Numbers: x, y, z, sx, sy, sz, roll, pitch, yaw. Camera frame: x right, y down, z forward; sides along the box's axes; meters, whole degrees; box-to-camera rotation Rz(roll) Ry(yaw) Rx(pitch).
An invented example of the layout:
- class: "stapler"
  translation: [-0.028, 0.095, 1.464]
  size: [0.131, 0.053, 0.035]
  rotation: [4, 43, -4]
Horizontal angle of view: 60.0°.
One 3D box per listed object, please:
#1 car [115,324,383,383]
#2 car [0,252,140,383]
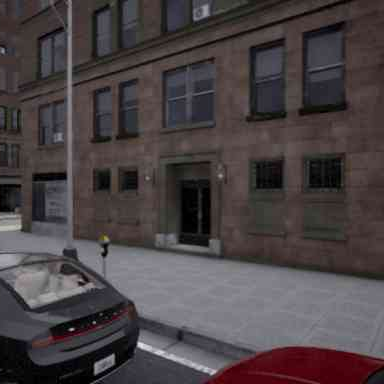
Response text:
- class: "car"
  translation: [1.943, 1.545, 1.424]
  size: [4.507, 1.381, 1.887]
  rotation: [0, 0, 35]
- class: "car"
  translation: [-2.684, 1.549, 4.722]
  size: [4.403, 1.369, 2.008]
  rotation: [0, 0, 35]
